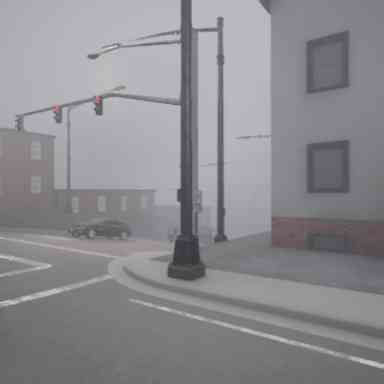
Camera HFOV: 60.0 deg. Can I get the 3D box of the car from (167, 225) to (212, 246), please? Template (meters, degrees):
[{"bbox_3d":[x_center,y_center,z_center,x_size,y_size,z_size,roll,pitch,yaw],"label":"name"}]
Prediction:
[{"bbox_3d":[-0.080,4.152,32.483,2.150,2.045,5.566,0,-13,35],"label":"car"}]

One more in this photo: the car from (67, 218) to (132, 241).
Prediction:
[{"bbox_3d":[-6.438,2.606,23.642,1.837,1.490,4.892,0,-9,36],"label":"car"}]
